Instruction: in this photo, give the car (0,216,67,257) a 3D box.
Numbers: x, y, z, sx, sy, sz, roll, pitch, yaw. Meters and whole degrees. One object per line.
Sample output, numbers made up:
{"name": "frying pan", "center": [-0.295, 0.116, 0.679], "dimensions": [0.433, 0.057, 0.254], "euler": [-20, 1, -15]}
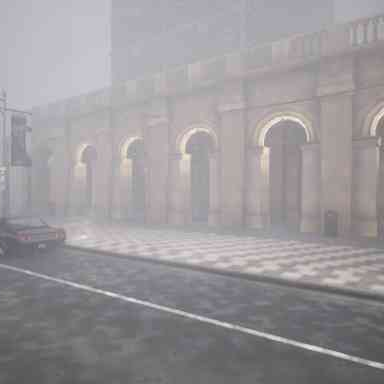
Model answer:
{"name": "car", "center": [-7.029, 1.591, 12.874], "dimensions": [4.718, 1.301, 1.895], "euler": [0, 0, 35]}
